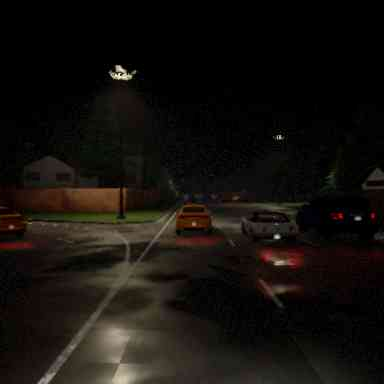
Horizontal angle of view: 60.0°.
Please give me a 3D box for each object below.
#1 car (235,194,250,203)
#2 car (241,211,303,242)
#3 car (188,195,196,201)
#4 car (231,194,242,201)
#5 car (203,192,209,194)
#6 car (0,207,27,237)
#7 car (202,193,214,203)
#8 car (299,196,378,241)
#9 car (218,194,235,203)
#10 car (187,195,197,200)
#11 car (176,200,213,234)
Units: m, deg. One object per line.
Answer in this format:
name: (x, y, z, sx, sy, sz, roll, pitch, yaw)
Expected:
car: (10.498, 1.523, 67.952, 2.033, 1.411, 5.357, 0, 0, 0)
car: (3.599, 1.598, 16.260, 1.895, 1.301, 4.718, 0, 0, 0)
car: (-0.002, 1.388, 78.371, 1.994, 1.385, 4.181, 0, 0, 0)
car: (10.498, 1.314, 78.371, 1.882, 1.535, 5.008, 0, 0, 0)
car: (3.498, 1.128, 79.232, 2.150, 2.045, 5.566, 0, 0, 0)
car: (-10.393, 1.474, 16.969, 5.008, 1.535, 1.882, 0, -1, 37)
car: (3.498, 1.524, 68.752, 2.033, 1.411, 5.357, 0, 0, 0)
car: (7.099, 1.219, 16.897, 2.150, 2.045, 5.566, 0, 0, 0)
car: (6.998, 1.579, 68.399, 1.895, 1.301, 4.718, 0, 0, 0)
car: (-0.002, 1.488, 67.950, 2.128, 1.511, 4.902, 0, 0, 0)
car: (0.099, 1.474, 19.416, 1.882, 1.535, 5.008, 0, 0, 0)
